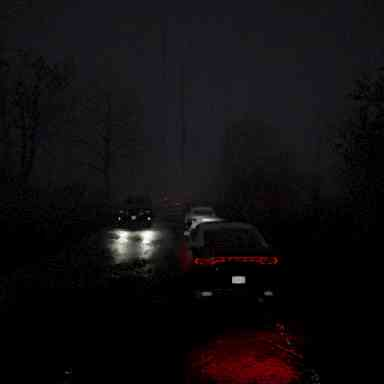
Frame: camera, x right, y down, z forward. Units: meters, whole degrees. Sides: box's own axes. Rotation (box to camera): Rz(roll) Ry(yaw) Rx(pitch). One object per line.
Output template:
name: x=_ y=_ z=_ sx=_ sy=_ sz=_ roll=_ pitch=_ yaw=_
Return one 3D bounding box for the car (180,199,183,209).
car: x=0.243 y=1.502 z=24.699 sx=1.837 sy=1.490 sz=4.892 roll=0 pitch=0 yaw=-3

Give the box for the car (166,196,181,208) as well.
car: x=-2.273 y=1.476 z=47.033 sx=1.882 sy=1.535 sz=5.008 roll=0 pitch=0 yaw=-5

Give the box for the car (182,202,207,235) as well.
car: x=0.519 y=1.523 z=18.676 sx=1.812 sy=1.442 sz=4.674 roll=0 pitch=0 yaw=-2

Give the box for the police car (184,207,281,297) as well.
police car: x=0.813 y=1.424 z=8.742 sx=1.930 sy=1.638 sz=5.238 roll=0 pitch=0 yaw=-1

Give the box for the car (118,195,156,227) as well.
car: x=-3.709 y=1.219 z=23.183 sx=2.150 sy=2.045 sz=5.566 roll=0 pitch=0 yaw=-3

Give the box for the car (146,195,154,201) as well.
car: x=-11.177 y=1.523 z=88.157 sx=1.837 sy=1.490 sz=4.892 roll=0 pitch=0 yaw=-10
